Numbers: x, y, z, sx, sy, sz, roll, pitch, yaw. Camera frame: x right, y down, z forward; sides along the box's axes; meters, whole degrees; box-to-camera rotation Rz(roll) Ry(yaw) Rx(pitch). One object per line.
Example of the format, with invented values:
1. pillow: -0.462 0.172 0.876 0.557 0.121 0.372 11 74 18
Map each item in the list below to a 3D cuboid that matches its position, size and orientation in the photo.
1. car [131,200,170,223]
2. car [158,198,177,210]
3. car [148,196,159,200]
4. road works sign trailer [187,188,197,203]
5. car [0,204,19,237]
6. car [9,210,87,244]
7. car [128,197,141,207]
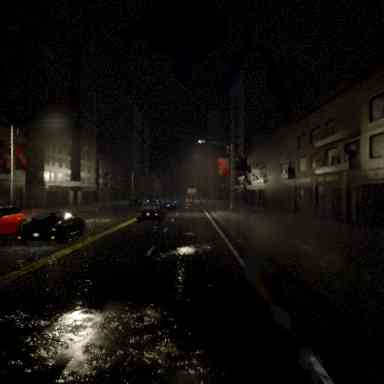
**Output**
1. car: -3.142 1.644 26.229 2.033 1.411 5.357 0 0 0
2. car: -3.134 1.733 45.450 1.994 1.385 4.181 0 0 0
3. car: -6.529 1.568 57.727 2.097 1.767 4.553 0 0 1
4. road works sign trailer: 0.021 0.765 79.985 2.380 3.560 2.880 0 0 0
5. car: -9.844 1.411 15.914 2.097 1.767 4.553 0 0 0
6. car: -6.593 1.623 16.044 1.994 1.385 4.181 0 0 0
7. car: -9.780 1.718 57.345 1.837 1.490 4.892 0 0 1
